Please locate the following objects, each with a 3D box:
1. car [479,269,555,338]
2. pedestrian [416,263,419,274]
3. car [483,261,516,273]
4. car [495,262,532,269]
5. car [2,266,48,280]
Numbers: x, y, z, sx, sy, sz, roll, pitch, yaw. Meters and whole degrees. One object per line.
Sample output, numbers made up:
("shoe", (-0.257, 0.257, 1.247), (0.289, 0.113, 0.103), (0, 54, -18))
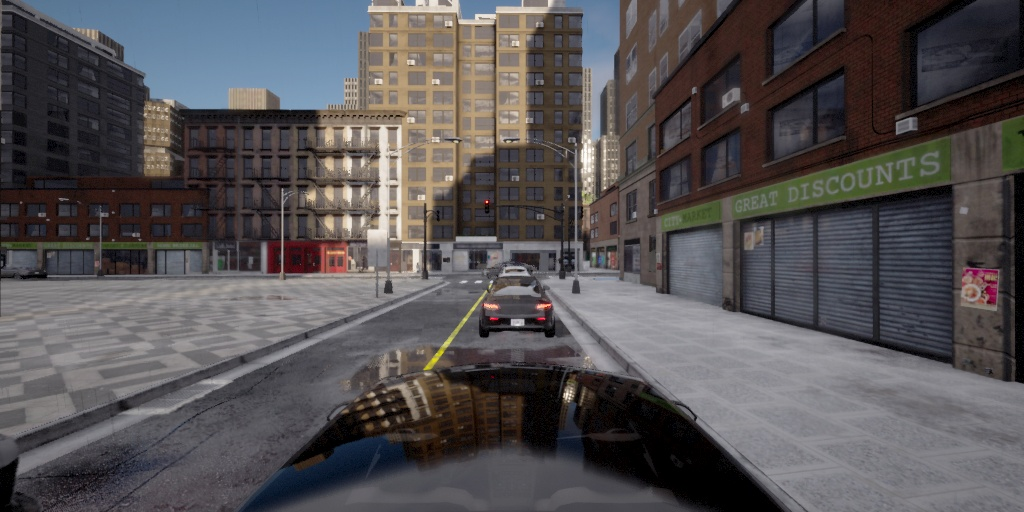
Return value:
("car", (0.119, 1.274, 10.089), (1.812, 1.442, 4.674), (0, 0, 0))
("pedestrian", (-10.050, 0.969, 38.287), (0.375, 1.860, 0.375), (0, 0, -1))
("car", (-0.381, 1.230, 31.854), (4.902, 1.511, 2.128), (0, -1, -39))
("car", (0.145, 1.269, 19.870), (1.812, 1.442, 4.674), (0, 0, -1))
("car", (-48.260, 1.630, 34.886), (4.181, 1.385, 1.994), (0, 0, 0))
